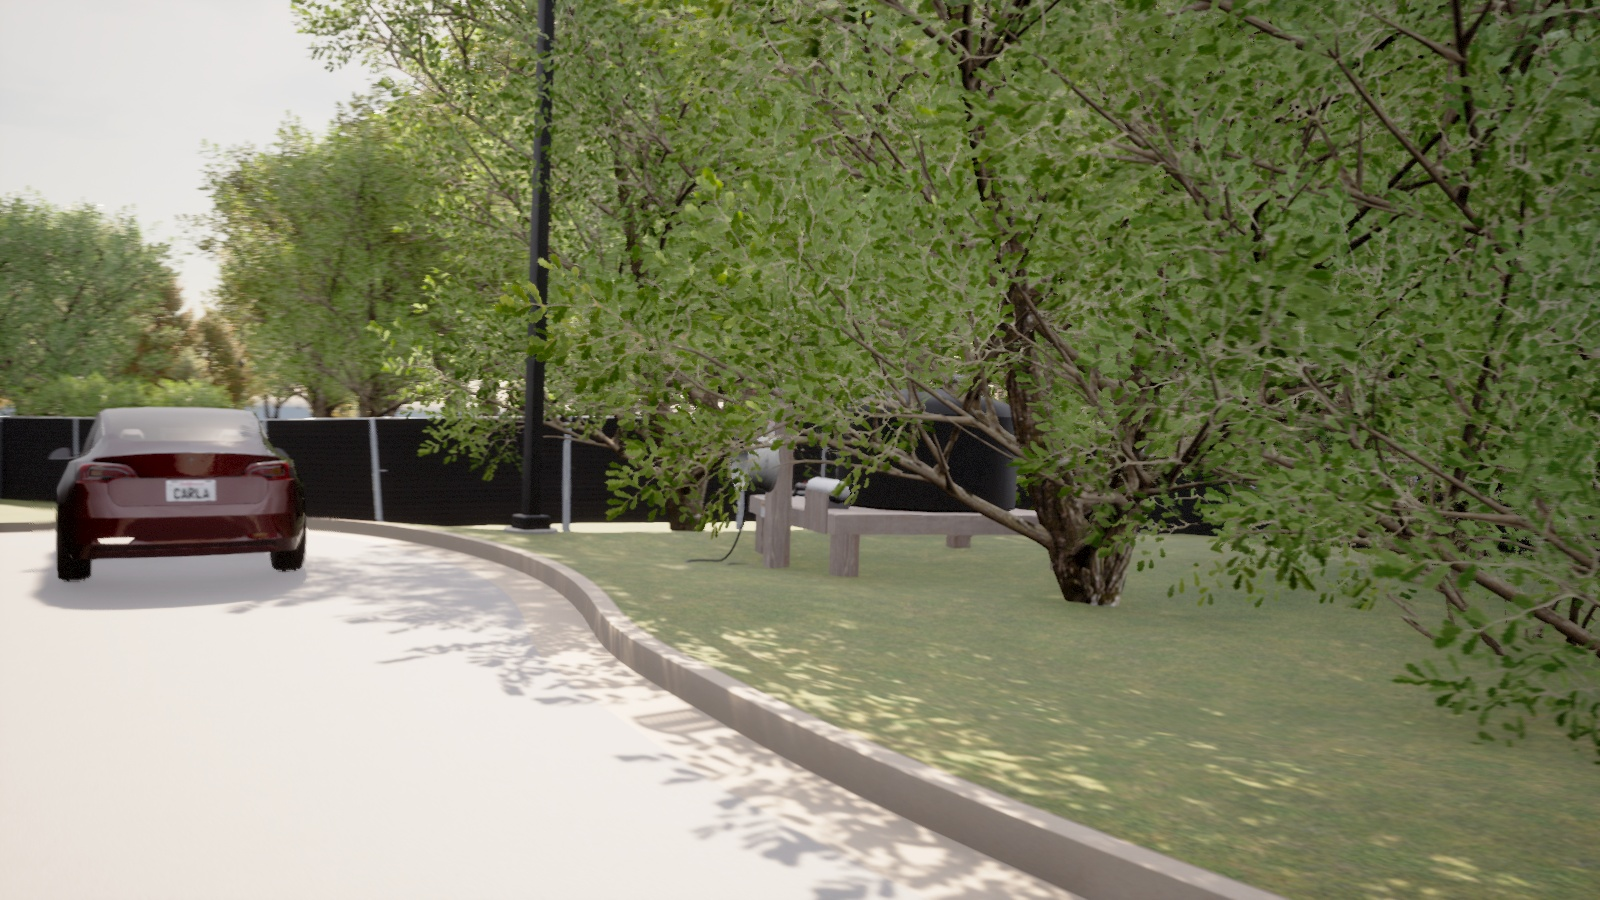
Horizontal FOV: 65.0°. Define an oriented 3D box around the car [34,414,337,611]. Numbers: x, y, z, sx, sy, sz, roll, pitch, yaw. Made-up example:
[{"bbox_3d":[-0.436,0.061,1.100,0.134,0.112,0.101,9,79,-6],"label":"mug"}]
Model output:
[{"bbox_3d":[-6.047,0.444,12.172,2.163,1.488,4.792,-1,1,-29],"label":"car"}]
